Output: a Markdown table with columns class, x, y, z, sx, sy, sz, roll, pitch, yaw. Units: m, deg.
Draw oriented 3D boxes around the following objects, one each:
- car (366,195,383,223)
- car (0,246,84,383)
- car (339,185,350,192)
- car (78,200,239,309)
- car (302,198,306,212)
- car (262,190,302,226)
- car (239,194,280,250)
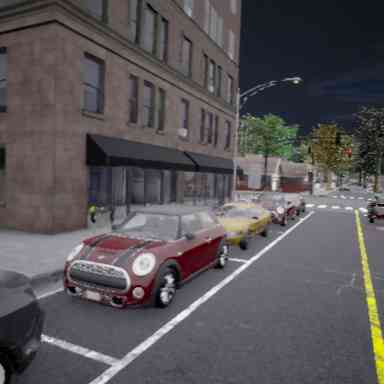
| class | x | y | z | sx | sy | sz | roll | pitch | yaw |
| --- | --- | --- | --- | --- | --- | --- | --- | --- | --- |
| car | 11.079 | 0.949 | 18.921 | 2.128 | 1.511 | 4.902 | 4 | 3 | 26 |
| car | -3.059 | 1.314 | 2.026 | 2.008 | 1.369 | 4.403 | 3 | 3 | 26 |
| car | 33.121 | -0.736 | 72.065 | 1.994 | 1.385 | 4.181 | 3 | 3 | 25 |
| car | -0.668 | 1.046 | 6.994 | 1.967 | 1.590 | 4.097 | 3 | 3 | 26 |
| car | 6.488 | 0.721 | 21.922 | 1.802 | 1.307 | 4.206 | 3 | 3 | 26 |
| car | 4.106 | 0.735 | 16.941 | 1.967 | 1.590 | 4.097 | 3 | 3 | 26 |
| car | 1.642 | 0.980 | 11.818 | 1.752 | 1.417 | 4.829 | 3 | 3 | 26 |
